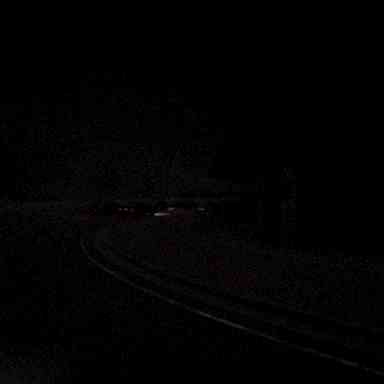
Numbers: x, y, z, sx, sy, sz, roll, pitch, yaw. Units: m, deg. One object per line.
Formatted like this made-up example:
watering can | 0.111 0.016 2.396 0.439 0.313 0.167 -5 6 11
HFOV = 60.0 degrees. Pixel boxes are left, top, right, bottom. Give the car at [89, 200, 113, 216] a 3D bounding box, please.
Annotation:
car | -8.464 1.582 33.922 1.882 1.535 5.008 0 0 16

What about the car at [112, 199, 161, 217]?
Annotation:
car | -5.298 1.676 32.839 2.033 1.411 5.357 0 0 18

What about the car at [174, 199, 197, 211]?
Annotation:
car | -0.800 1.719 46.003 1.882 1.535 5.008 0 0 21

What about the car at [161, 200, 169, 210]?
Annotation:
car | -4.796 1.678 45.490 1.882 1.535 5.008 0 0 18
